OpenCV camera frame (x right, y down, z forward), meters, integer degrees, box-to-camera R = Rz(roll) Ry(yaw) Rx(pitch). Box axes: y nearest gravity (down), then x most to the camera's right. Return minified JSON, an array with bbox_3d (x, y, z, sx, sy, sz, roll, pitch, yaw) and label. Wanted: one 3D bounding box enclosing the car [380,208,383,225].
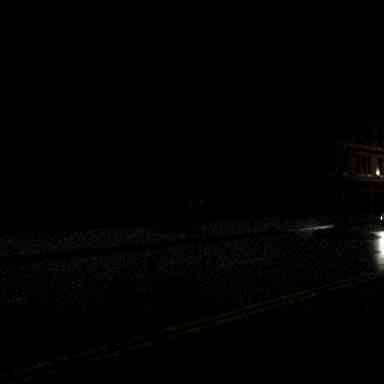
[{"bbox_3d":[14.864,1.253,22.257,5.566,2.045,2.150,0,0,-35],"label":"car"}]
